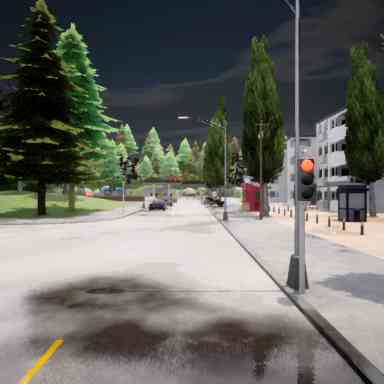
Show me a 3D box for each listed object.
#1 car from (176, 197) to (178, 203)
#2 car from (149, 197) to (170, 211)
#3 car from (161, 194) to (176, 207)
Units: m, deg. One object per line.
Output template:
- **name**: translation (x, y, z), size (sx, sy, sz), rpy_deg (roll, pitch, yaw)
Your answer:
- **car**: translation (-3.969, 1.566, 67.496), size (1.994, 1.385, 4.181), rpy_deg (0, 0, 0)
- **car**: translation (-4.100, 1.601, 40.499), size (1.895, 1.301, 4.718), rpy_deg (0, 0, 0)
- **car**: translation (-4.084, 1.351, 51.566), size (2.097, 1.767, 4.553), rpy_deg (0, 0, 0)
